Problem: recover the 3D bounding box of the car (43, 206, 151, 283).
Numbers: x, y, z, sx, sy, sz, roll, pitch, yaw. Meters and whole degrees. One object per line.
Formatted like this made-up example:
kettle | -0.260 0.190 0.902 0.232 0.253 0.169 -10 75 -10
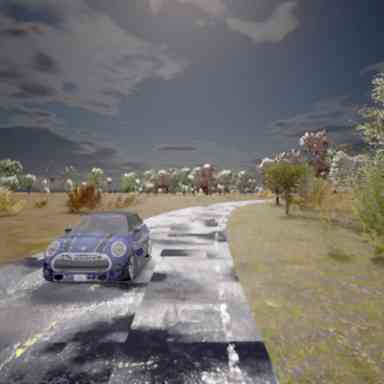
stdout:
car | -2.512 1.362 9.836 2.097 1.767 4.553 0 0 1
